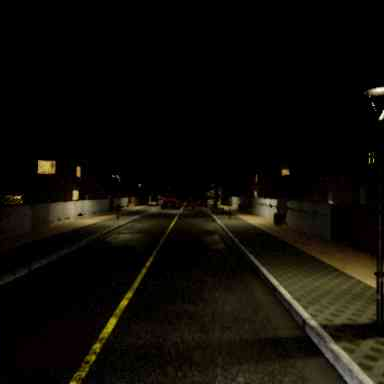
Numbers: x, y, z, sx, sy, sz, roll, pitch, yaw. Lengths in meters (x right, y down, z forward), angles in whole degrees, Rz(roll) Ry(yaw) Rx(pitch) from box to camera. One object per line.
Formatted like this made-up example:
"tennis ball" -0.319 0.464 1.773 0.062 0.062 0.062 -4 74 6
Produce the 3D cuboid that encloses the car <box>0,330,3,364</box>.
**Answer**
"car" -2.838 1.528 1.622 1.812 1.442 4.674 0 0 0

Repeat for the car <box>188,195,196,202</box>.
"car" -0.033 1.499 75.592 1.812 1.442 4.674 0 0 0

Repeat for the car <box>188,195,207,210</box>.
"car" 0.903 1.362 44.186 2.097 1.767 4.553 -3 -1 0

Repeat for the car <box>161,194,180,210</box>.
"car" -2.855 1.285 44.711 2.150 2.045 5.566 0 0 0
